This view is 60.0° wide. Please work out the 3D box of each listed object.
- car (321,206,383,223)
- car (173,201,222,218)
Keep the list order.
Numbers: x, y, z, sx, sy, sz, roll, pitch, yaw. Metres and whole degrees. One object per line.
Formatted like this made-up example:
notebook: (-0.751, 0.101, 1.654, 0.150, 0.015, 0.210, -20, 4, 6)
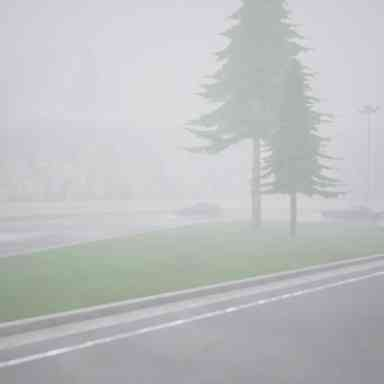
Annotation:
car: (12.947, 1.754, 26.736, 4.718, 1.301, 1.895, 0, 0, 45)
car: (0.562, 1.622, 31.232, 4.674, 1.442, 1.812, 1, -1, -21)
